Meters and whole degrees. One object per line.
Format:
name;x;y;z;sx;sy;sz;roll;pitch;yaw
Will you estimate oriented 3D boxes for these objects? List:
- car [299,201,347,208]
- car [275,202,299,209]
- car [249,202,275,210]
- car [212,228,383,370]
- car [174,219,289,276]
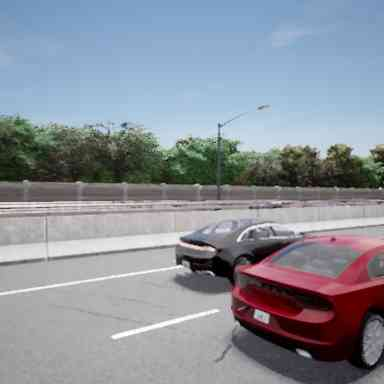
car;12.132;1.627;29.434;4.902;1.511;2.128;1;0;-34
car;10.689;1.662;32.684;4.674;1.442;1.812;1;0;-34
car;8.256;1.728;35.268;4.718;1.301;1.895;1;0;-34
car;2.942;1.497;5.811;5.008;1.535;1.882;0;0;-35
car;1.839;1.513;9.315;4.902;1.511;2.128;0;0;-35
